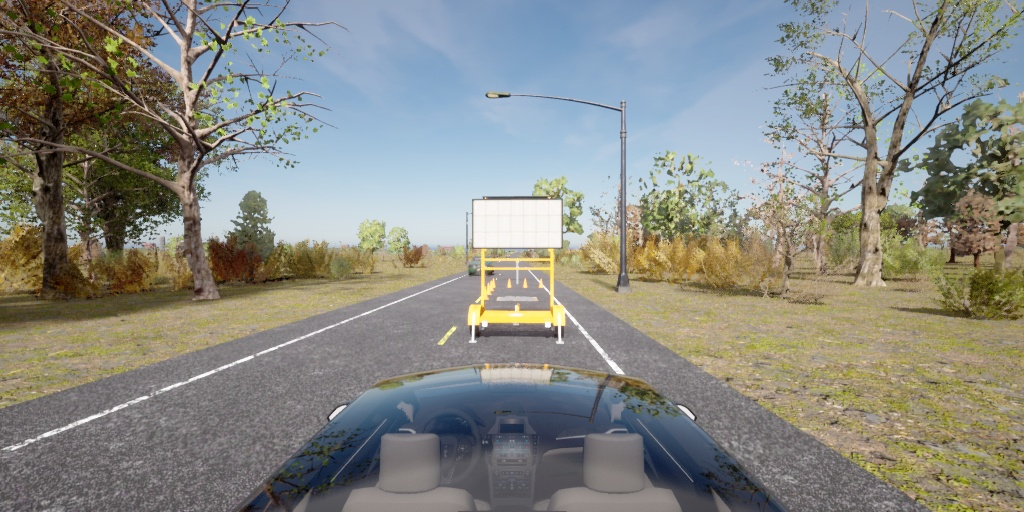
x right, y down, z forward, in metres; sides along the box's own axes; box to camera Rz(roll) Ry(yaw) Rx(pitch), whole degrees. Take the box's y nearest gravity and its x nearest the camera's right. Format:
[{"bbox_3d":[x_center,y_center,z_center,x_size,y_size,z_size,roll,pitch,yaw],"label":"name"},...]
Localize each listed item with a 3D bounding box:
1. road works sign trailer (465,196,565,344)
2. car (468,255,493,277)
[{"bbox_3d":[0.148,0.211,9.626,2.380,3.560,2.880,0,0,2],"label":"road works sign trailer"},{"bbox_3d":[-3.055,0.956,35.829,2.150,2.045,5.566,0,0,1],"label":"car"}]
